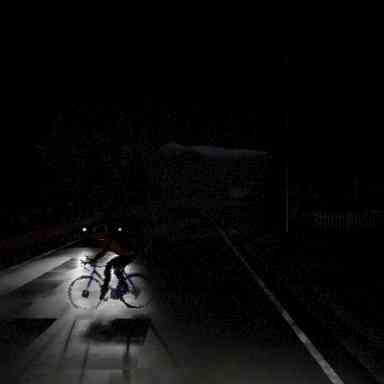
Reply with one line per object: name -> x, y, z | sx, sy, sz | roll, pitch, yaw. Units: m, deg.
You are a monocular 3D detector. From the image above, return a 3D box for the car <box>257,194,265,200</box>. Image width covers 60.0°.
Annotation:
car -> 17.000, 1.330, 81.084 | 2.152, 1.636, 5.027 | 0, 0, 0

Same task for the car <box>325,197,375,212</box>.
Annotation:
car -> 17.780, 1.548, 37.513 | 4.181, 1.385, 1.994 | 0, 0, 1

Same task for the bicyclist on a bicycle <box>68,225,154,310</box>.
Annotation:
bicyclist on a bicycle -> -1.554, 1.453, 6.334 | 1.656, 1.620, 0.582 | -2, 0, 0

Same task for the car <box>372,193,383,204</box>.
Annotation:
car -> 32.303, 1.097, 54.770 | 1.932, 1.855, 4.605 | 0, 0, 0

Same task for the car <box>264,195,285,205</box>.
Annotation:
car -> 13.720, 1.373, 55.016 | 1.845, 1.501, 3.633 | 0, 0, 0

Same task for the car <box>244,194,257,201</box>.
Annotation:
car -> 13.863, 1.339, 81.050 | 2.007, 1.523, 4.514 | 0, 0, 0

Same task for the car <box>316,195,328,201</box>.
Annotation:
car -> 28.801, 1.319, 73.340 | 1.845, 1.501, 3.633 | 0, 0, 0

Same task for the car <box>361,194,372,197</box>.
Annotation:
car -> 38.793, 1.297, 73.240 | 2.007, 1.523, 4.514 | 0, 0, 0

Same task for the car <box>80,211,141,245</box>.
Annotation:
car -> -3.650, 1.601, 15.660 | 1.895, 1.301, 4.718 | 0, 0, 0

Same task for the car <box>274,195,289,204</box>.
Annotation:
car -> 16.744, 1.384, 62.419 | 1.970, 1.475, 3.806 | 0, 0, 0
